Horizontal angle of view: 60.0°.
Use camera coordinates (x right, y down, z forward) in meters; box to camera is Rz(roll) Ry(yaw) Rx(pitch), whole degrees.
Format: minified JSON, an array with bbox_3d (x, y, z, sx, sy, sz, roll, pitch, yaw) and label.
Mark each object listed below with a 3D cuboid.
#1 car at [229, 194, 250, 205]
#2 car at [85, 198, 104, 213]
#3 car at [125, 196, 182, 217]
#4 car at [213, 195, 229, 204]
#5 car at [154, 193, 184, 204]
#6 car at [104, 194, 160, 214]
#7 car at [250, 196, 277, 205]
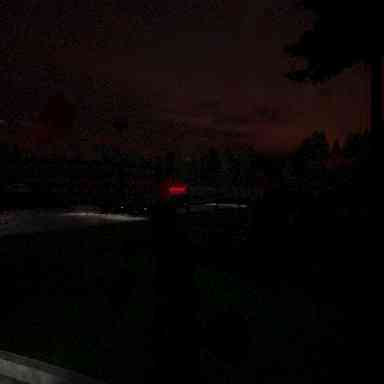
[{"bbox_3d":[7.881,1.113,50.593,1.812,1.442,4.674,0,0,35],"label":"car"},{"bbox_3d":[-8.476,1.312,33.086,1.994,1.385,4.181,0,1,34],"label":"car"},{"bbox_3d":[-3.158,1.303,28.438,1.812,1.442,4.674,0,1,34],"label":"car"},{"bbox_3d":[5.086,1.140,52.704,1.994,1.385,4.181,0,0,35],"label":"car"},{"bbox_3d":[-2.940,1.154,47.327,1.812,1.442,4.674,0,1,35],"label":"car"},{"bbox_3d":[-5.508,1.264,31.227,1.837,1.490,4.892,0,1,34],"label":"car"},{"bbox_3d":[10.785,1.200,48.638,1.895,1.301,4.718,0,1,35],"label":"car"}]
